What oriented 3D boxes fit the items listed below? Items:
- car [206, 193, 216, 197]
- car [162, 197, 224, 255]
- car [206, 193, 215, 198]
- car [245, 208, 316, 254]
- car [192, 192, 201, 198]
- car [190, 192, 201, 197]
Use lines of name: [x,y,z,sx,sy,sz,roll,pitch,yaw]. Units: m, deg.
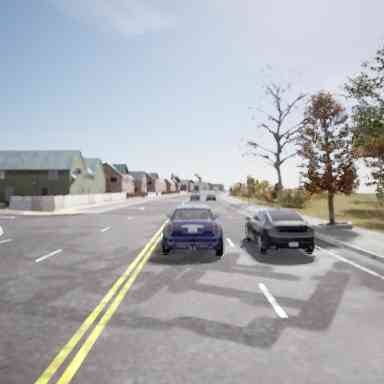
car: [3.948,1.034,67.594,1.994,1.385,4.181,0,1,3]
car: [0.044,1.256,13.027,2.097,1.767,4.553,0,0,1]
car: [4.402,0.817,79.165,1.895,1.301,4.718,0,0,3]
car: [3.294,1.410,13.102,1.837,1.490,4.892,0,1,1]
car: [1.154,0.764,79.294,2.033,1.411,5.357,0,0,3]
car: [0.651,0.967,66.824,2.128,1.511,4.902,0,0,3]
